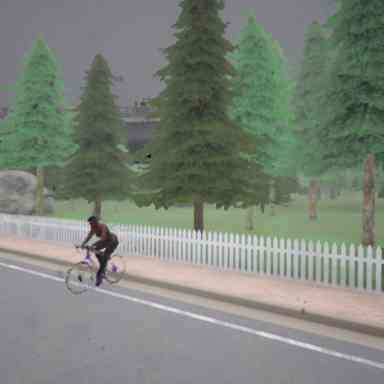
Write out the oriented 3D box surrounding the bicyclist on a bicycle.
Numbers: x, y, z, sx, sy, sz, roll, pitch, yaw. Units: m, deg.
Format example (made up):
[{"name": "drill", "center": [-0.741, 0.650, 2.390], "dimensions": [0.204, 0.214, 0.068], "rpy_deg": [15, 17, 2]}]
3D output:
[{"name": "bicyclist on a bicycle", "center": [-2.094, 1.356, 7.456], "dimensions": [0.582, 1.620, 1.656], "rpy_deg": [1, 0, 35]}]
